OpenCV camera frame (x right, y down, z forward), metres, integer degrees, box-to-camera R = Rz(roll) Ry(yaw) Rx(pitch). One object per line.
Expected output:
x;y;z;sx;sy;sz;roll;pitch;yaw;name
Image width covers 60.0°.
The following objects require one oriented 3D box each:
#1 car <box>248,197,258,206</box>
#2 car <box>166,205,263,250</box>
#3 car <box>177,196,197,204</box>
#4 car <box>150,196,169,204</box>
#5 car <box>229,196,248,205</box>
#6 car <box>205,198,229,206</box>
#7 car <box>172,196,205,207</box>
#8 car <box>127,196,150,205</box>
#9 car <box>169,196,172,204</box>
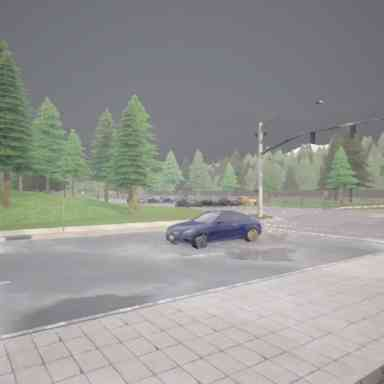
8.334;1.472;52.326;1.882;1.535;5.008;0;0;-35;car
1.088;1.524;14.499;4.674;1.442;1.812;0;0;-36;car
-0.969;1.558;65.680;1.994;1.385;4.181;0;0;-35;car
-6.781;1.521;61.733;1.812;1.442;4.674;0;0;-35;car
5.453;1.543;50.333;2.033;1.411;5.357;0;0;-35;car
2.767;1.596;48.065;1.895;1.301;4.718;0;0;-35;car
-0.529;1.560;46.670;1.994;1.385;4.181;0;0;-35;car
-10.088;1.489;60.347;2.128;1.511;4.902;0;0;-35;car
-4.201;1.521;64.178;1.812;1.442;4.674;0;0;-35;car
